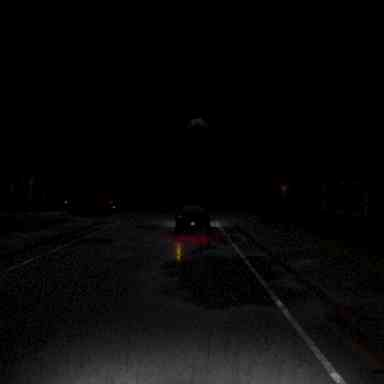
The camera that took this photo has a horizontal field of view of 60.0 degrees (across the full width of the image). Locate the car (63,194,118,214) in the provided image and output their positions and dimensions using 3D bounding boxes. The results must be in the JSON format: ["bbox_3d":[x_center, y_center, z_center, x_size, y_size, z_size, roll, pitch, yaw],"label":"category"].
[{"bbox_3d":[-10.548,1.178,34.847,5.566,2.045,2.150,0,0,0],"label":"car"}]

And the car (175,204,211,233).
[{"bbox_3d":[0.057,1.437,19.300,1.882,1.535,5.008,0,0,0],"label":"car"}]
